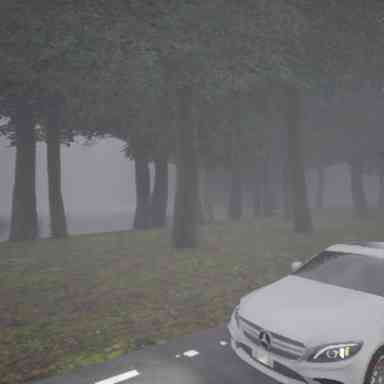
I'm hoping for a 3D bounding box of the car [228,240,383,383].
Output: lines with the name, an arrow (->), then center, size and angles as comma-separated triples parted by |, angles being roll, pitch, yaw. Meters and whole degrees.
car -> 2.663, 1.524, 4.967 | 4.674, 1.442, 1.812 | 0, 0, -35
